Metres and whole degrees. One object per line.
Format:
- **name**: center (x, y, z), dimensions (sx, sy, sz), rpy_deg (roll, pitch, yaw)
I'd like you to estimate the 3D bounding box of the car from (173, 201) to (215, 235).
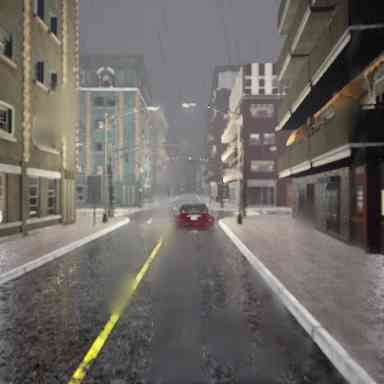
- **car**: center (0.085, 1.295, 18.363), dimensions (2.097, 1.767, 4.553), rpy_deg (0, 0, -1)
